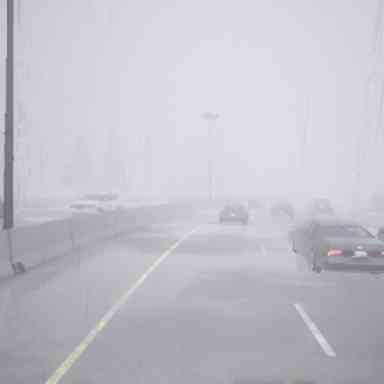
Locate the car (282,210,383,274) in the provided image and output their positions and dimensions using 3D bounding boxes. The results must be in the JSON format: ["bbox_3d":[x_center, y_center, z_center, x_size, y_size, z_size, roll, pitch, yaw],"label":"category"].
[{"bbox_3d":[4.414,1.552,10.618,2.033,1.411,5.357,1,0,7],"label":"car"}]

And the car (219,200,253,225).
[{"bbox_3d":[3.081,1.495,23.808,1.994,1.385,4.181,1,0,11],"label":"car"}]

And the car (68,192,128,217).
[{"bbox_3d":[-7.380,1.020,26.060,2.150,2.045,5.566,1,0,12],"label":"car"}]

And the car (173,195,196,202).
[{"bbox_3d":[-0.939,1.239,57.404,1.837,1.490,4.892,1,0,24],"label":"car"}]

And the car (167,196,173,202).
[{"bbox_3d":[-2.954,1.256,61.459,1.994,1.385,4.181,1,0,25],"label":"car"}]

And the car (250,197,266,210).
[{"bbox_3d":[8.199,1.417,42.023,1.837,1.490,4.892,1,0,19],"label":"car"}]

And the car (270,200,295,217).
[{"bbox_3d":[8.142,1.469,30.007,1.837,1.490,4.892,1,0,15],"label":"car"}]

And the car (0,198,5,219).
[{"bbox_3d":[-15.234,1.211,22.184,2.128,1.511,4.902,1,0,10],"label":"car"}]

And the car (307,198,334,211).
[{"bbox_3d":[12.466,1.356,32.456,2.097,1.767,4.553,1,0,16],"label":"car"}]

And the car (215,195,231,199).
[{"bbox_3d":[5.968,1.277,63.837,1.837,1.490,4.892,1,0,27],"label":"car"}]

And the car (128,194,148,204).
[{"bbox_3d":[-9.203,1.135,55.785,2.128,1.511,4.902,1,0,22],"label":"car"}]

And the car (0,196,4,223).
[{"bbox_3d":[-12.456,0.994,17.636,2.150,2.045,5.566,1,0,9],"label":"car"}]
